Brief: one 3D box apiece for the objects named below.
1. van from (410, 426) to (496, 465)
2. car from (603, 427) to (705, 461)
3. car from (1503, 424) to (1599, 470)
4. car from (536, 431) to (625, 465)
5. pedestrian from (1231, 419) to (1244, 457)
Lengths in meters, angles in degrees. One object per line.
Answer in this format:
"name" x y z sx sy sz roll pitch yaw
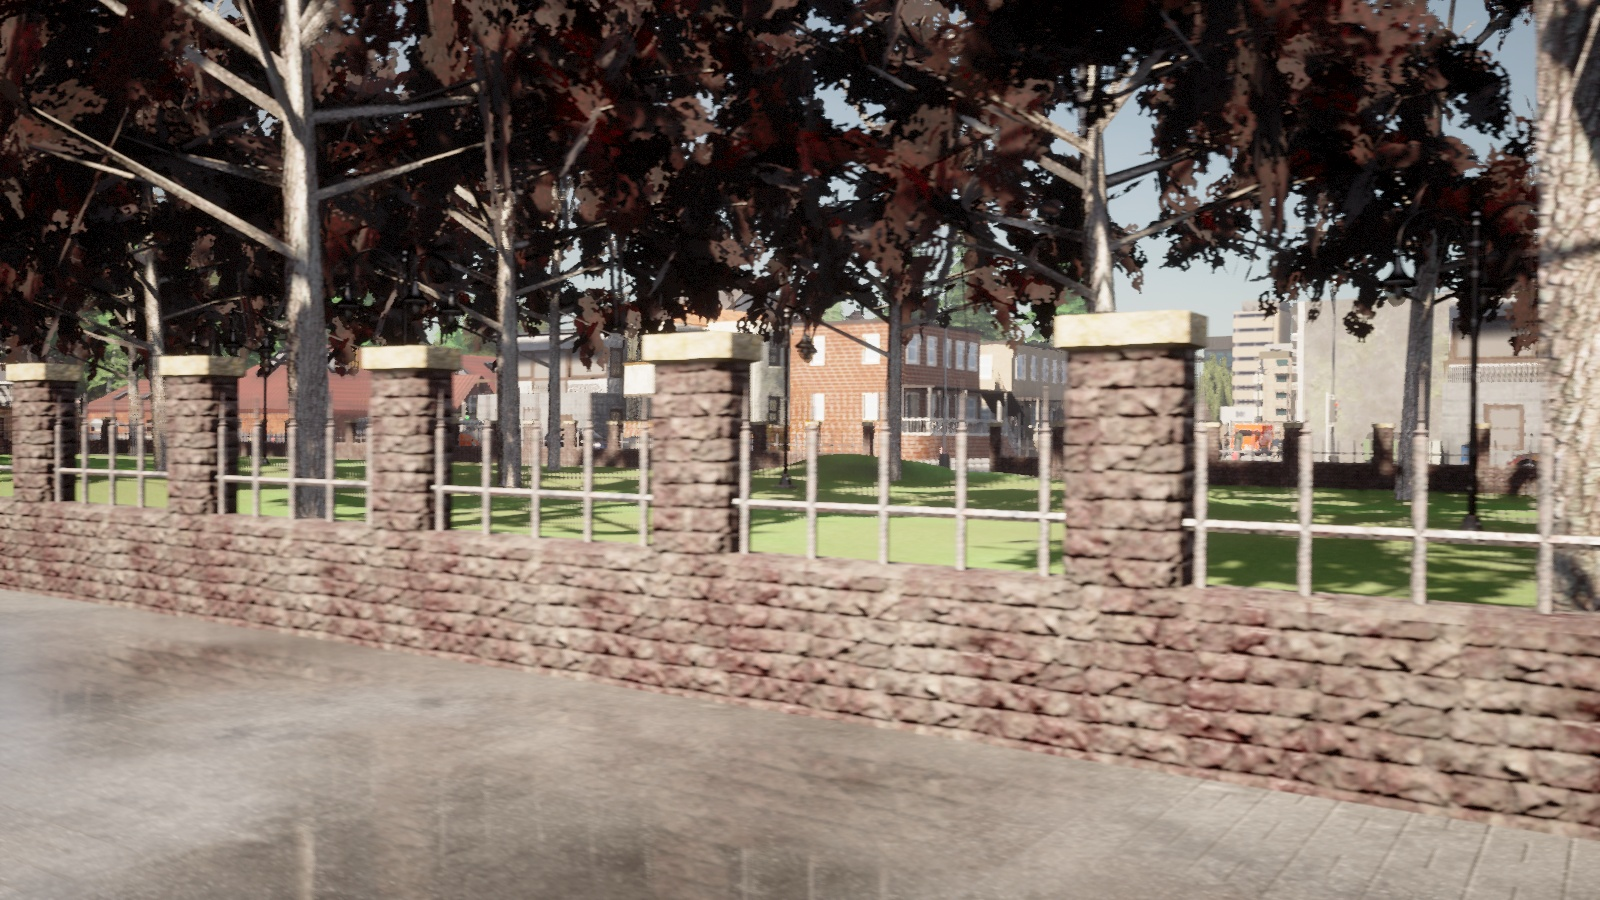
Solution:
"van" -18.232 -0.249 65.896 4.442 1.987 1.775 0 1 32
"car" -7.408 -0.288 63.434 5.027 1.651 2.152 0 1 37
"car" 25.567 -0.102 41.590 3.806 1.475 1.970 0 1 34
"car" -10.651 -0.104 60.855 3.988 1.617 1.851 0 1 32
"pedestrian" 21.514 -0.597 61.766 0.614 1.847 0.353 -1 1 -42
